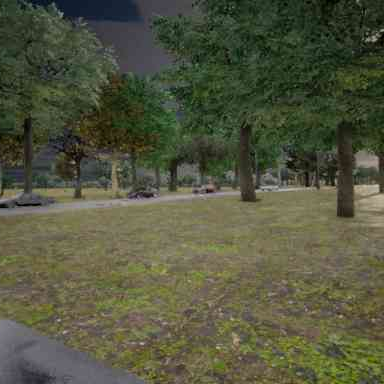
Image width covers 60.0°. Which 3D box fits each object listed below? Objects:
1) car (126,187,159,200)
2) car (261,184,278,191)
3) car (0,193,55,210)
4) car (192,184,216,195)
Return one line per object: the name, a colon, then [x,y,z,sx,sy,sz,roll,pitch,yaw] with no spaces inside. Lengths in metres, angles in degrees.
car: [-6.448,0.194,43.611,1.837,1.490,4.892,-1,1,38]
car: [15.450,-0.862,66.022,1.895,1.301,4.718,-1,2,37]
car: [-15.794,0.838,31.465,2.033,1.411,5.357,-1,2,38]
car: [1.986,-0.478,54.524,2.097,1.767,4.553,-1,2,38]
